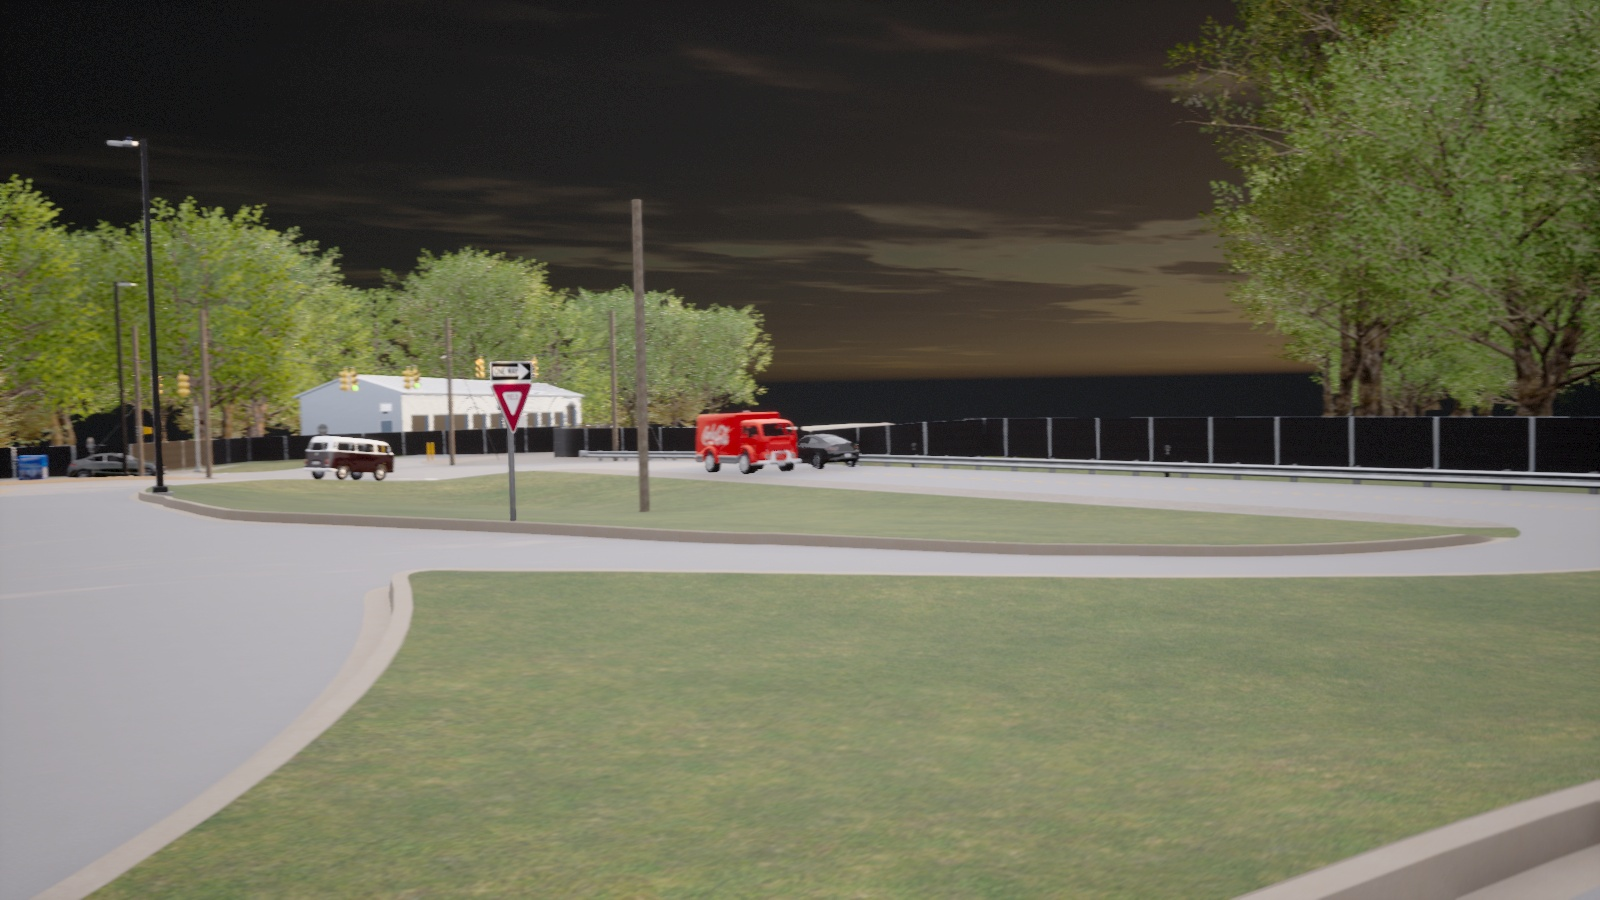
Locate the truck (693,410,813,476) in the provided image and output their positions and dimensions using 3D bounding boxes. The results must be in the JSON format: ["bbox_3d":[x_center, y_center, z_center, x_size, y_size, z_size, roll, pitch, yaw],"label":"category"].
[{"bbox_3d":[-2.013,-0.300,51.818,2.627,2.467,5.204,-3,2,-31],"label":"truck"}]

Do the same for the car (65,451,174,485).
[{"bbox_3d":[-38.881,1.019,71.856,5.027,1.651,2.152,-1,3,-14],"label":"car"}]

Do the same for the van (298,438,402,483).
[{"bbox_3d":[-21.579,0.537,60.372,2.069,2.038,4.480,0,-2,25],"label":"van"}]

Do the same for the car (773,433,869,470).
[{"bbox_3d":[0.843,0.035,53.886,1.812,1.442,4.674,-3,2,-31],"label":"car"}]
